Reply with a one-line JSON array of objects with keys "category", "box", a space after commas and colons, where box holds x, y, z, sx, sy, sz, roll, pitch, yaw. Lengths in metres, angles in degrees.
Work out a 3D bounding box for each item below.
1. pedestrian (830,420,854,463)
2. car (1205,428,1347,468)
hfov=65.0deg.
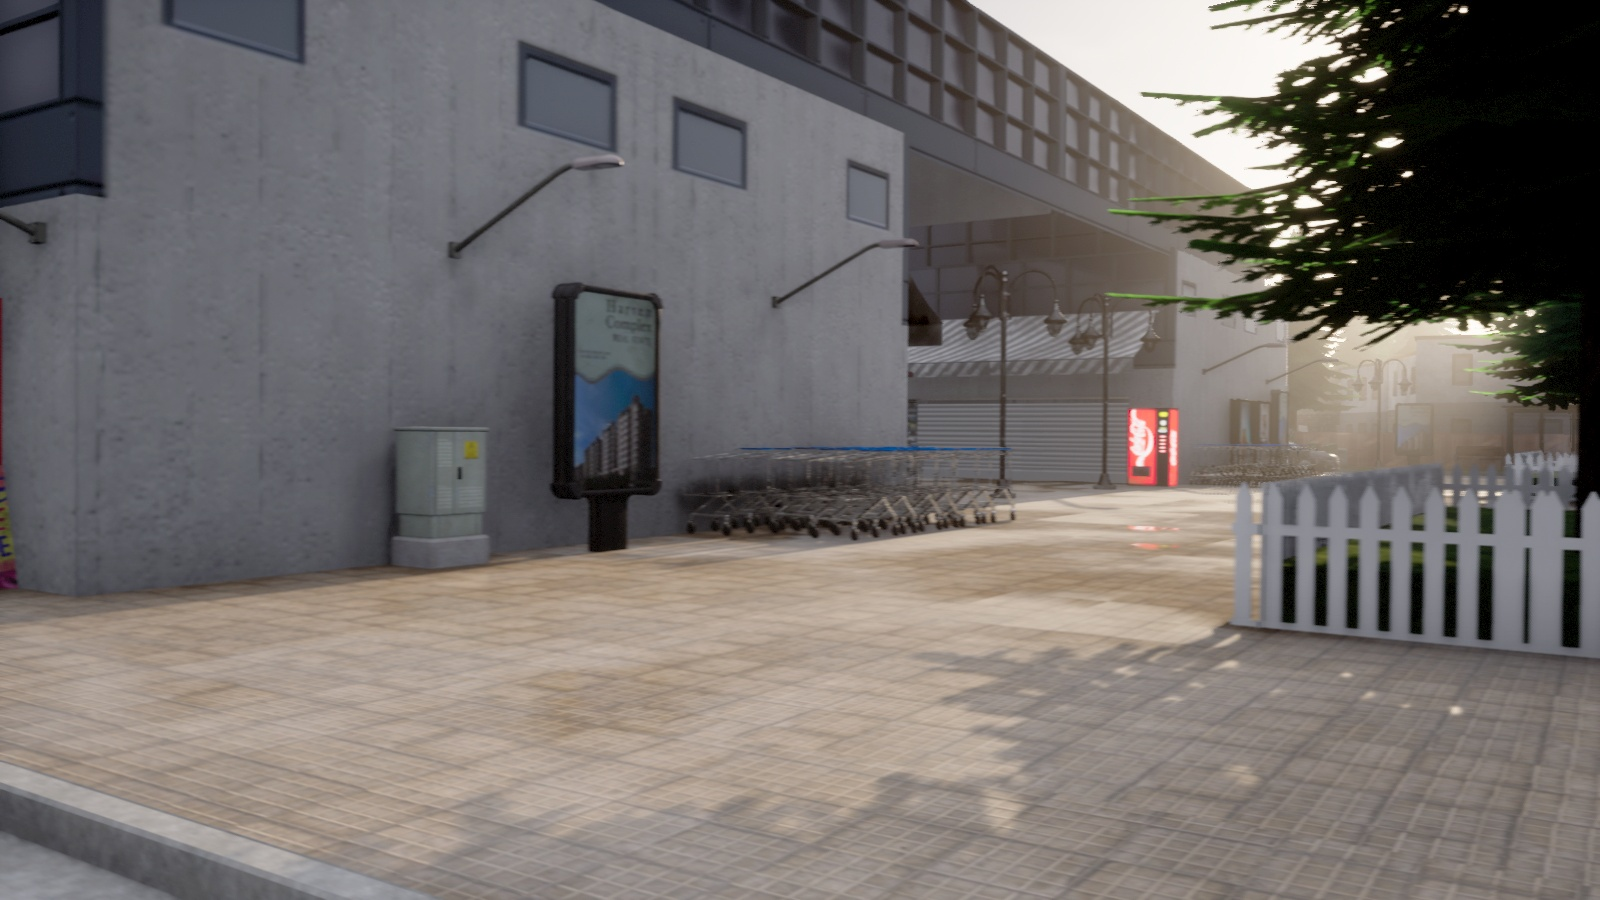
[{"category": "pedestrian", "box": [1.870, -0.372, 55.802, 0.849, 1.883, 0.563, 0, 1, 39]}, {"category": "car", "box": [18.579, -0.096, 49.158, 4.892, 1.490, 1.837, 0, 1, 35]}]
